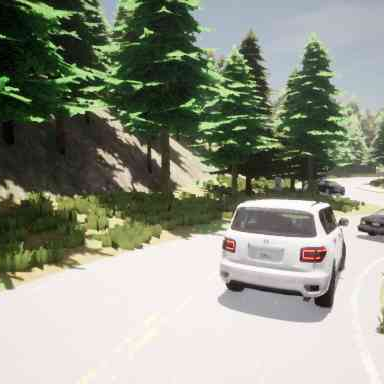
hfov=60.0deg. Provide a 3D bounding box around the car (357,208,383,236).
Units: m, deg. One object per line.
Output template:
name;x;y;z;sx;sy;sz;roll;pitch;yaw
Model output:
car;10.134;1.412;15.819;5.357;1.411;2.033;-1;5;-32

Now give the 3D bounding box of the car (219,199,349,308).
car;2.552;1.199;8.370;2.150;2.045;5.566;3;2;27

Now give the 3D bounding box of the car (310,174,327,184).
car;22.256;-2.357;58.563;1.882;1.535;5.008;3;6;31

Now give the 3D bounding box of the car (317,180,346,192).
car;16.077;-0.557;38.921;1.882;1.535;5.008;-1;5;-2
